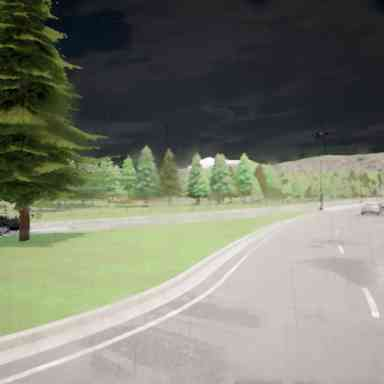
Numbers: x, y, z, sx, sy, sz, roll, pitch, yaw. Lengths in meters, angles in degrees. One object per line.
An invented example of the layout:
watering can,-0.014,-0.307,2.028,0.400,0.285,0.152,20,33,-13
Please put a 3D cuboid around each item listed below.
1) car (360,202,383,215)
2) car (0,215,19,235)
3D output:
car,21.356,1.968,39.606,1.812,1.442,4.674,-2,-1,32
car,-14.225,2.149,22.011,5.008,1.535,1.882,0,-1,-36
